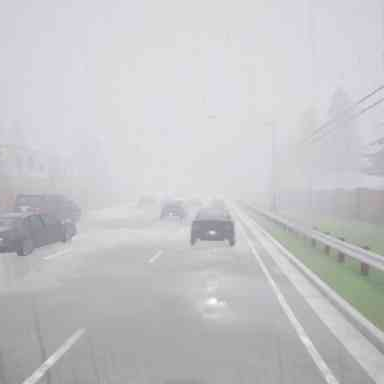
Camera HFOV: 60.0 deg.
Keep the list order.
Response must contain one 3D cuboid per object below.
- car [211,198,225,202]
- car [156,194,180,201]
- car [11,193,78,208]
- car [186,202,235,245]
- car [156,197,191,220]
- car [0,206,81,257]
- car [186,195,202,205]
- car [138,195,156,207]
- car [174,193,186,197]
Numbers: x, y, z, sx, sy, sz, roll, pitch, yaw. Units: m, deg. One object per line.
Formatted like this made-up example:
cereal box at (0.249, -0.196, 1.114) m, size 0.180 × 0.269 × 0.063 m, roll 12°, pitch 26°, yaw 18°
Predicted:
car at (3.660, 1.561, 47.069) m, size 1.994 × 1.385 × 4.181 m, roll 1°, pitch 0°, yaw 5°
car at (-3.387, 1.398, 47.408) m, size 1.882 × 1.535 × 5.008 m, roll 1°, pitch 0°, yaw 5°
car at (-9.092, 1.105, 21.132) m, size 2.150 × 2.045 × 5.566 m, roll 1°, pitch 0°, yaw 5°
car at (1.007, 1.474, 15.795) m, size 1.882 × 1.535 × 5.008 m, roll 1°, pitch 0°, yaw 5°
car at (-1.462, 1.463, 28.223) m, size 1.837 × 1.490 × 4.892 m, roll 1°, pitch 0°, yaw 5°
car at (-6.309, 1.467, 12.635) m, size 2.033 × 1.411 × 5.357 m, roll 1°, pitch 0°, yaw 5°
car at (0.538, 1.523, 52.690) m, size 1.994 × 1.385 × 4.181 m, roll 1°, pitch 0°, yaw 5°
car at (-6.631, 1.234, 49.951) m, size 2.097 × 1.767 × 4.553 m, roll 1°, pitch 0°, yaw 4°
car at (-2.251, 1.141, 61.213) m, size 2.150 × 2.045 × 5.566 m, roll 1°, pitch 0°, yaw 5°
